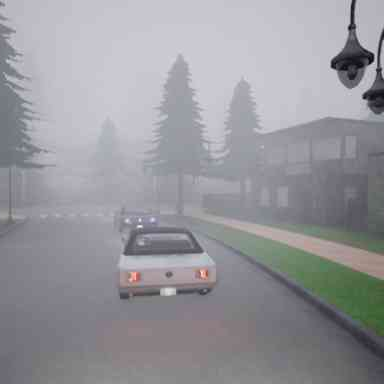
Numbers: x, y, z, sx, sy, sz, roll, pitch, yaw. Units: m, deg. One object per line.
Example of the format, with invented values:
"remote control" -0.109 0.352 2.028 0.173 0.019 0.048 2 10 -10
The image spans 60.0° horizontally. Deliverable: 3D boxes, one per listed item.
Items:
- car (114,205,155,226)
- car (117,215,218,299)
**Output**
"car" -3.203 1.379 18.283 1.895 1.301 4.718 0 1 -18
"car" -0.809 1.500 8.235 1.895 1.301 4.718 0 1 -10
